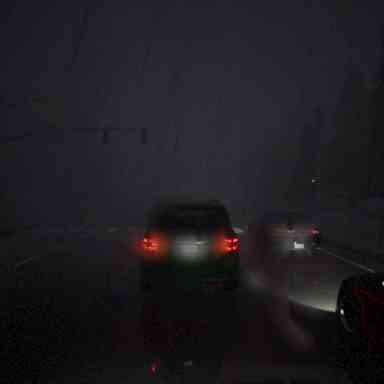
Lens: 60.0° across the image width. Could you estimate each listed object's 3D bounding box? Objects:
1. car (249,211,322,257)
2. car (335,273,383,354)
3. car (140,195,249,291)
[{"bbox_3d":[3.367,1.492,12.879,2.128,1.511,4.902,0,0,0],"label":"car"},{"bbox_3d":[3.436,1.564,3.971,1.994,1.385,4.181,0,0,-1],"label":"car"},{"bbox_3d":[-0.075,1.221,9.131,2.150,2.045,5.566,0,0,-1],"label":"car"}]
